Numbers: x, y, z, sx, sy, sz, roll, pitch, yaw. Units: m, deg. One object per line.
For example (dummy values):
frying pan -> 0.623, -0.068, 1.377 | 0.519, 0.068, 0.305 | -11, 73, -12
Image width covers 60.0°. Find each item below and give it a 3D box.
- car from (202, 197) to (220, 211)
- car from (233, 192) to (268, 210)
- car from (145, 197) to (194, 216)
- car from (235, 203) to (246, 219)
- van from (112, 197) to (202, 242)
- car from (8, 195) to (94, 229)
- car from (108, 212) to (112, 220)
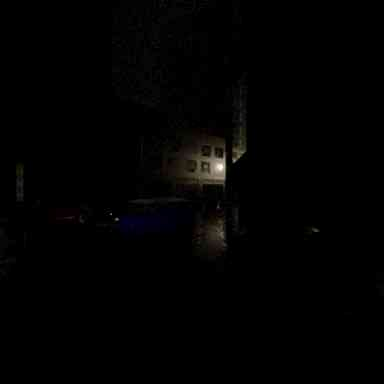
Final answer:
car -> 1.331, 1.171, 34.187 | 1.947, 1.339, 4.313 | 1, 2, 35
car -> 6.547, 0.910, 36.906 | 2.097, 1.767, 4.553 | 0, 1, 36
car -> -1.925, 1.219, 29.618 | 1.887, 1.381, 4.507 | 1, 1, 35
car -> 5.017, 1.282, 24.670 | 2.008, 1.369, 4.403 | 1, 1, 35
van -> -1.493, 1.210, 15.532 | 1.690, 1.788, 3.998 | 1, 1, 35
car -> -8.435, 1.127, 20.479 | 2.192, 1.841, 5.009 | 1, 1, 35
car -> -3.235, 1.313, 23.207 | 2.033, 1.411, 5.357 | 0, 1, 35
